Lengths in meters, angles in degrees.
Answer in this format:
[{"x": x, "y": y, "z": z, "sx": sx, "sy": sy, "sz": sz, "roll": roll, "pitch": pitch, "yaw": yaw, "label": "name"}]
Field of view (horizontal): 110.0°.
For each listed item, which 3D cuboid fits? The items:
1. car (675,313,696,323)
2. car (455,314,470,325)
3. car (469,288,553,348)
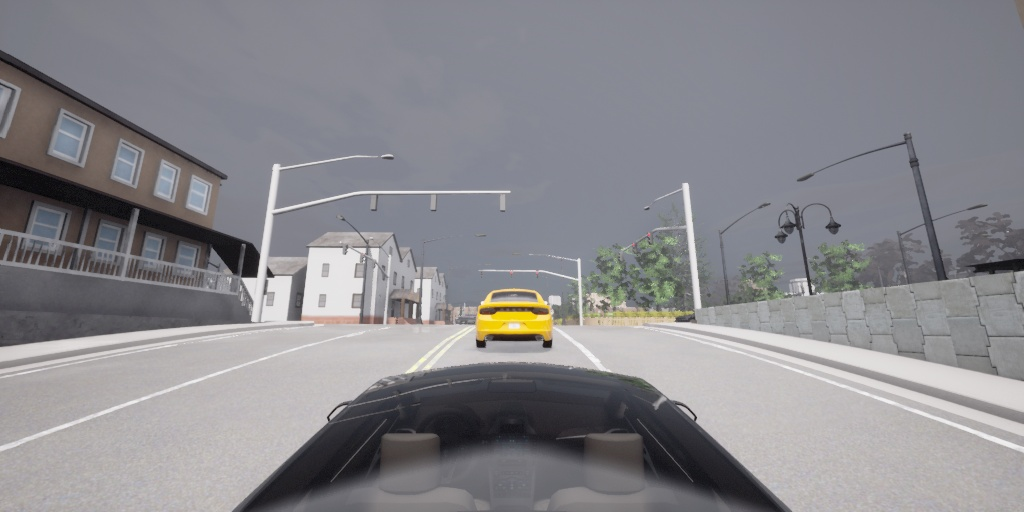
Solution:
[{"x": 16.465, "y": 5.261, "z": 30.402, "sx": 5.008, "sy": 1.535, "sz": 1.882, "roll": 0, "pitch": -12, "yaw": 1, "label": "car"}, {"x": -4.283, "y": 6.671, "z": 36.804, "sx": 1.994, "sy": 1.385, "sz": 4.181, "roll": -3, "pitch": -12, "yaw": 12, "label": "car"}, {"x": 0.062, "y": 1.723, "z": 10.543, "sx": 1.882, "sy": 1.535, "sz": 5.008, "roll": 0, "pitch": -7, "yaw": 0, "label": "car"}]
